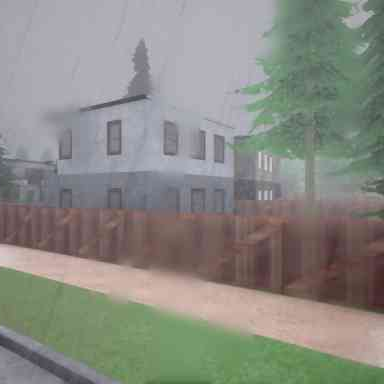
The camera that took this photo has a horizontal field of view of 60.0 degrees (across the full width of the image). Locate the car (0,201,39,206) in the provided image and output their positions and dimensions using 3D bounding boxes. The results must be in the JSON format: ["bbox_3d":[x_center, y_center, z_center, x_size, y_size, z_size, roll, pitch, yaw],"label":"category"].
[{"bbox_3d":[-15.672,1.528,28.751,2.033,1.411,5.357,0,0,28],"label":"car"}]
